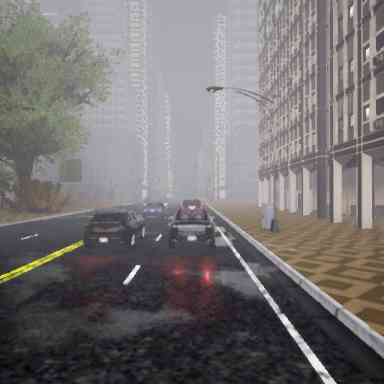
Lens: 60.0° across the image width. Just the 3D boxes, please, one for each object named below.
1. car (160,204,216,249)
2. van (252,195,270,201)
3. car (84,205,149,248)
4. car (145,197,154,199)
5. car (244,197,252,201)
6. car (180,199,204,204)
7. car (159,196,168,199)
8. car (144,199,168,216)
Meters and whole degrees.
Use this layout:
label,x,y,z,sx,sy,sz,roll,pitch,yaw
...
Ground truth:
label,x,y,z,sx,sy,sz,roll,pitch,yaw
car,0.000,1.496,14.649,2.128,1.511,4.902,0,0,0
van,18.359,1.626,85.761,3.998,1.788,1.690,0,0,2
car,-3.250,1.517,14.649,1.837,1.490,4.892,0,0,0
car,-9.750,1.745,75.698,1.895,1.301,4.718,0,0,0
car,17.088,1.845,93.933,4.829,1.417,1.752,0,0,2
car,0.000,1.383,29.621,2.097,1.767,4.553,0,0,0
car,-6.500,1.675,75.728,2.128,1.511,4.902,0,0,0
car,-3.250,1.580,29.650,2.033,1.411,5.357,0,0,0
